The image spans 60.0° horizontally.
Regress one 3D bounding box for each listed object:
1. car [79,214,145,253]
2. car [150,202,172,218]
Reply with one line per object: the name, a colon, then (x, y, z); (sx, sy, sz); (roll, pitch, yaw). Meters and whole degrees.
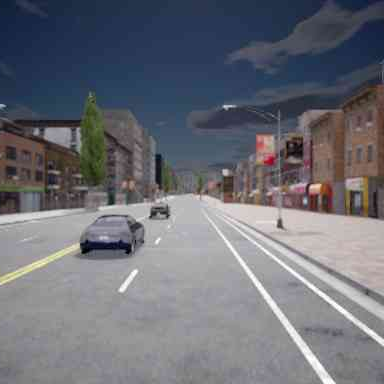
car: (-3.152, 1.623, 13.900); (1.994, 1.385, 4.181); (0, 0, 0)
car: (-3.155, 1.824, 33.944); (1.837, 1.490, 4.892); (0, -1, 0)
